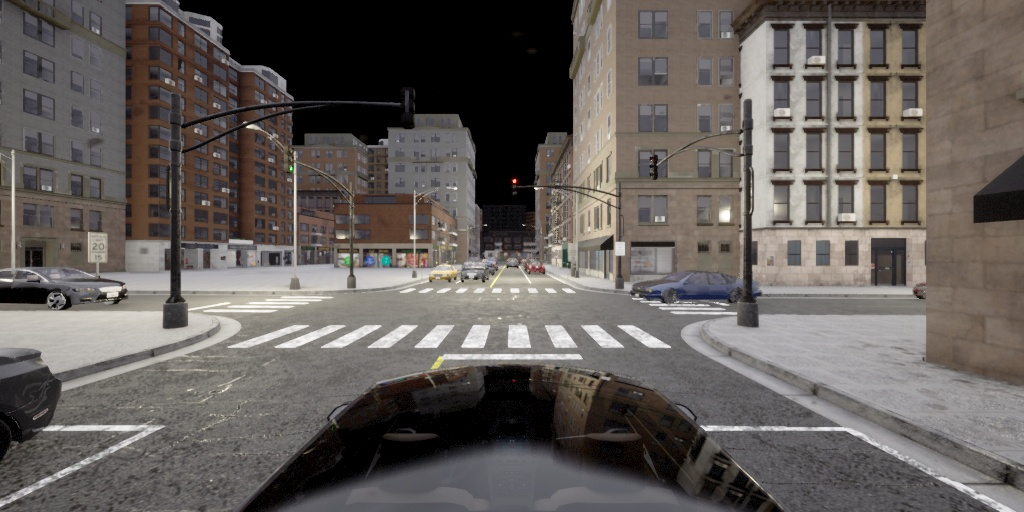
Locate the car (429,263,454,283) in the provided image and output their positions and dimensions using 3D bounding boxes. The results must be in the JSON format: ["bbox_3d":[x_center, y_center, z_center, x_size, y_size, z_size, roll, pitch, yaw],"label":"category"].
[{"bbox_3d":[-5.385,1.276,28.397,1.751,1.417,4.829,0,0,0],"label":"car"}]

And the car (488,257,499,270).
[{"bbox_3d":[-2.832,1.278,48.195,1.812,1.442,4.674,0,0,0],"label":"car"}]

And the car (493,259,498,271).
[{"bbox_3d":[-2.841,1.315,38.120,1.994,1.385,4.181,0,0,0],"label":"car"}]

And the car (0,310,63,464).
[{"bbox_3d":[-5.388,1.300,1.721,2.007,1.370,4.403,0,0,0],"label":"car"}]

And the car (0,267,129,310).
[{"bbox_3d":[-17.281,1.162,13.387,4.902,1.511,2.128,0,0,2],"label":"car"}]

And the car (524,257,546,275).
[{"bbox_3d":[2.641,1.191,39.890,1.967,1.591,4.097,0,0,0],"label":"car"}]

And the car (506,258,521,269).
[{"bbox_3d":[0.100,1.317,58.619,1.994,1.385,4.181,0,0,1],"label":"car"}]

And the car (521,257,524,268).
[{"bbox_3d":[2.642,1.066,45.552,2.192,1.841,5.009,0,0,0],"label":"car"}]

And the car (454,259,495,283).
[{"bbox_3d":[-2.833,1.242,28.219,2.128,1.511,4.902,0,0,2],"label":"car"}]

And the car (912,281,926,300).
[{"bbox_3d":[21.266,1.392,16.356,4.674,1.442,1.812,0,0,0],"label":"car"}]

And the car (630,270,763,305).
[{"bbox_3d":[8.110,1.343,15.919,5.357,1.411,2.033,0,0,-6],"label":"car"}]

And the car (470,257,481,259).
[{"bbox_3d":[-5.383,1.067,51.215,2.192,1.841,5.009,0,0,0],"label":"car"}]
